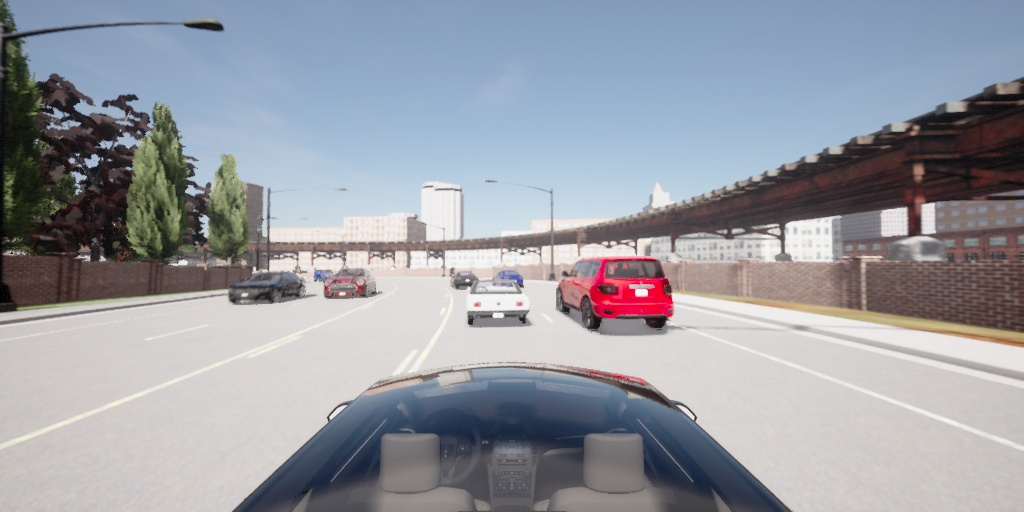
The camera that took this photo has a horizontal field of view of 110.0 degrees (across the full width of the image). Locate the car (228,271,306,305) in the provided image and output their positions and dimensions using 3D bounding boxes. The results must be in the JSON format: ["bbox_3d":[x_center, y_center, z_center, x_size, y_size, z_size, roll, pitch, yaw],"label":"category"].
[{"bbox_3d":[-12.285,1.522,18.309,1.882,1.535,5.008,0,-2,-11],"label":"car"}]

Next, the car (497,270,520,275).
[{"bbox_3d":[-0.386,1.879,29.762,1.812,1.442,4.674,0,-2,-15],"label":"car"}]

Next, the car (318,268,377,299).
[{"bbox_3d":[-9.232,1.453,20.774,2.097,1.767,4.553,0,-2,-12],"label":"car"}]

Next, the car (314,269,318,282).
[{"bbox_3d":[-29.486,3.042,56.640,2.150,2.045,5.566,1,-3,-43],"label":"car"}]

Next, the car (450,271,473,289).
[{"bbox_3d":[-3.945,1.939,29.504,1.994,1.385,4.181,0,-2,-15],"label":"car"}]

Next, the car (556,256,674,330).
[{"bbox_3d":[2.981,1.052,11.581,2.150,2.045,5.566,0,-1,-5],"label":"car"}]

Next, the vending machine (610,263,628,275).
[{"bbox_3d":[7.134,1.290,23.806,1.100,2.100,0.880,0,0,-11],"label":"vending machine"}]

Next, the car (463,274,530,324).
[{"bbox_3d":[-0.629,1.461,12.524,1.895,1.301,4.718,0,-1,-6],"label":"car"}]
